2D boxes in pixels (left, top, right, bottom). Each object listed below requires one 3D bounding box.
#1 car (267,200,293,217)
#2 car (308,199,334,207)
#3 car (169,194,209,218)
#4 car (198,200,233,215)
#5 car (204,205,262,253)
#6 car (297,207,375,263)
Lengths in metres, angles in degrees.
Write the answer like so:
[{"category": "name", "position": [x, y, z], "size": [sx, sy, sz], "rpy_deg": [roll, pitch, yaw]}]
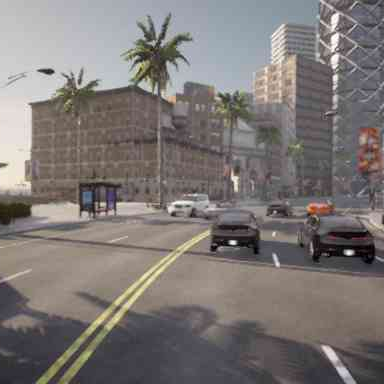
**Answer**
[{"category": "car", "position": [8.526, 1.540, 32.053], "size": [1.837, 1.490, 4.892], "rpy_deg": [0, 0, 26]}, {"category": "car", "position": [12.479, 1.413, 32.113], "size": [2.097, 1.767, 4.553], "rpy_deg": [0, 0, 27]}, {"category": "car", "position": [-0.093, 1.202, 30.768], "size": [2.150, 2.045, 5.566], "rpy_deg": [0, 0, 24]}, {"category": "car", "position": [2.525, 1.598, 28.094], "size": [1.895, 1.301, 4.718], "rpy_deg": [0, 0, 24]}, {"category": "car", "position": [1.891, 1.508, 13.943], "size": [1.837, 1.490, 4.892], "rpy_deg": [0, 0, 11]}, {"category": "car", "position": [5.075, 1.530, 12.162], "size": [1.837, 1.490, 4.892], "rpy_deg": [0, 0, 11]}]
